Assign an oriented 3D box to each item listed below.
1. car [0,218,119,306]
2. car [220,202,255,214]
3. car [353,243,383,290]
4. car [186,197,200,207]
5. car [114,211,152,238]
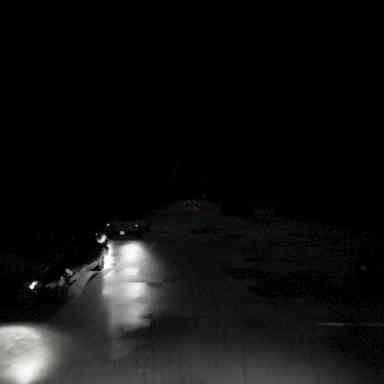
[{"bbox_3d":[-3.593,1.638,8.622,2.033,1.411,5.357,0,-1,0],"label":"car"},{"bbox_3d":[5.557,1.972,40.907,4.181,1.381,1.994,0,-1,-1],"label":"car"},{"bbox_3d":[6.043,1.566,7.901,3.988,1.617,1.851,0,-1,-1],"label":"car"},{"bbox_3d":[-0.002,1.880,63.930,2.150,2.045,5.566,0,-1,0],"label":"car"},{"bbox_3d":[-3.550,1.800,19.205,1.895,1.301,4.718,0,-1,0],"label":"car"}]
